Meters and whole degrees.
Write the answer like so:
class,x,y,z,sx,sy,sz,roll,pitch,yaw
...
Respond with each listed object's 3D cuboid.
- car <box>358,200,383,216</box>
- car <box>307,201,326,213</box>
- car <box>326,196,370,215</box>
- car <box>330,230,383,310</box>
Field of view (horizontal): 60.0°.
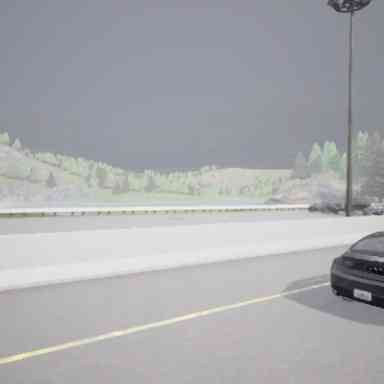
class,x,y,z,sx,sy,sz,roll,pitch,yaw
car,19.501,1.825,34.147,4.674,1.442,1.812,1,0,-34
car,15.881,1.800,40.148,4.181,1.385,1.994,1,0,-34
car,18.026,1.498,37.367,5.566,2.045,2.150,1,0,-34
car,4.978,1.578,7.156,4.892,1.490,1.837,1,0,-34
